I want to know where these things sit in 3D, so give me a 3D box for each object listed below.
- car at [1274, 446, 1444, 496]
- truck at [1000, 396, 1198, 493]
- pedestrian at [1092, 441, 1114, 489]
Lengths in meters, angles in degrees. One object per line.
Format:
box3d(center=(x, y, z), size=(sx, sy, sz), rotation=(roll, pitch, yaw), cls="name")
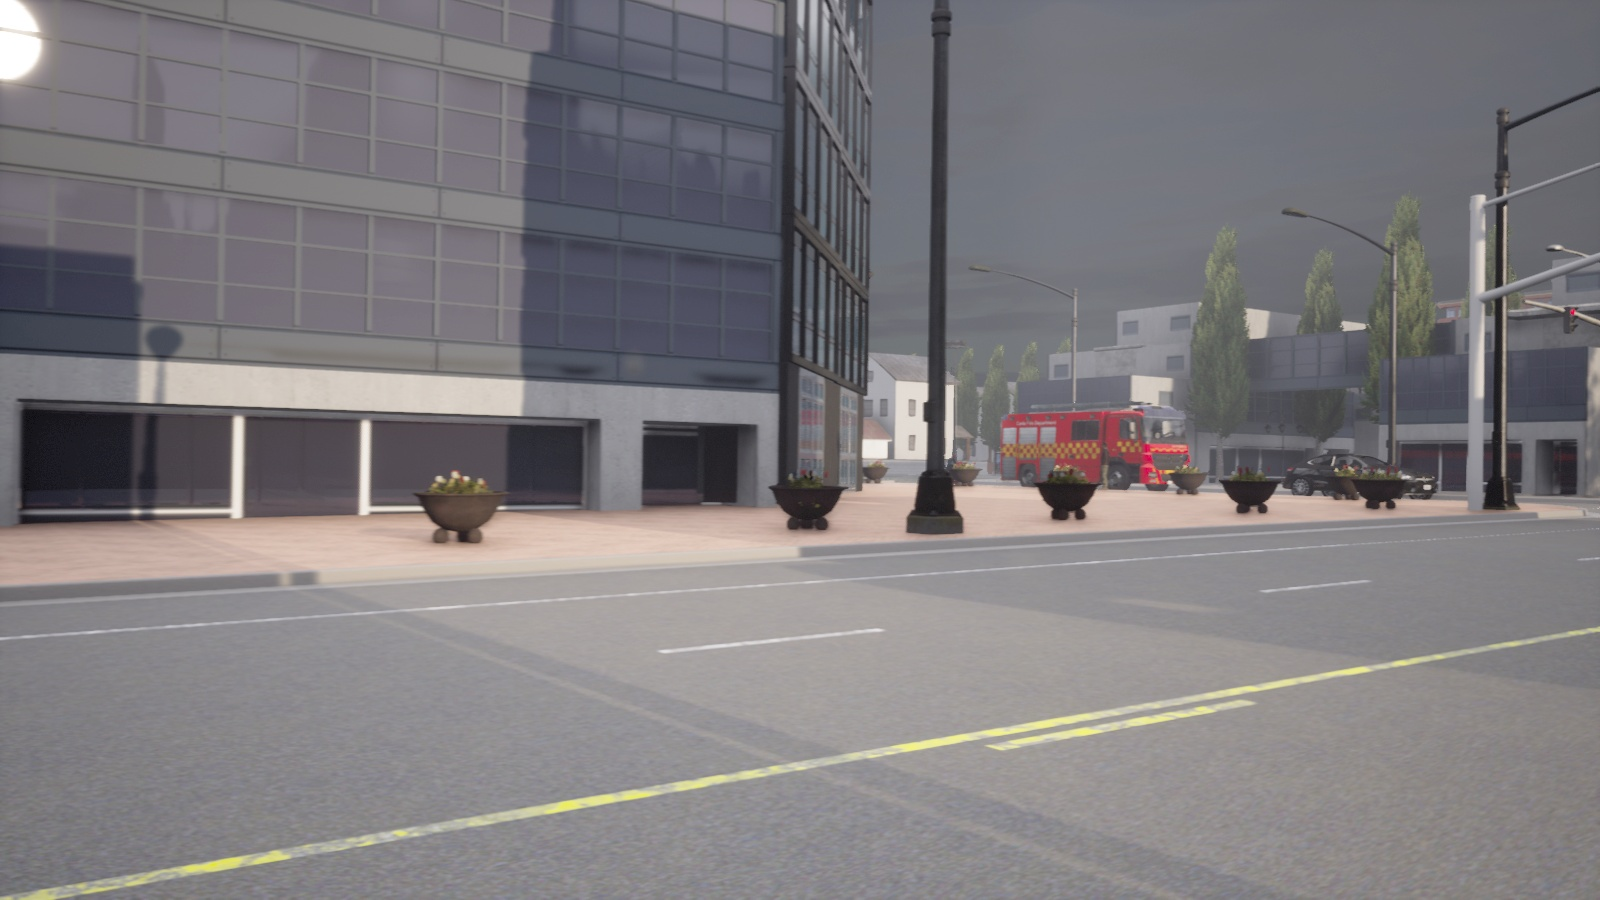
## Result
box3d(center=(19.396, 0.710, 43.794), size=(2.152, 1.651, 5.027), rotation=(1, -1, -34), cls="car")
box3d(center=(12.606, -0.193, 53.738), size=(2.891, 3.827, 8.468), rotation=(1, -1, -34), cls="truck")
box3d(center=(11.604, 0.564, 48.047), size=(0.703, 1.840, 0.431), rotation=(0, -1, 32), cls="pedestrian")
